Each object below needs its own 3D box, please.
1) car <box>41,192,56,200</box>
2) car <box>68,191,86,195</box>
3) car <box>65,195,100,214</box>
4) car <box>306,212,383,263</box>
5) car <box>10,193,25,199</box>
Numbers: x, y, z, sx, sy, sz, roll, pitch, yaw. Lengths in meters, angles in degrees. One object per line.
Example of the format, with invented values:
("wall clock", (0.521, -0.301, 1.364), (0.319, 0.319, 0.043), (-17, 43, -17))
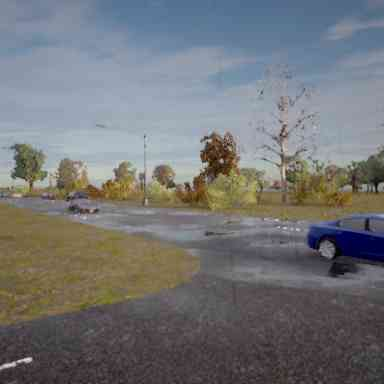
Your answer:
("car", (-30.869, 0.866, 71.305), (2.097, 1.767, 4.553), (-1, 1, -37))
("car", (-19.480, 0.850, 56.005), (2.150, 2.045, 5.566), (-1, 1, -37))
("car", (-10.785, 1.352, 32.545), (2.033, 1.411, 5.357), (-1, 1, -37))
("car", (5.952, 1.416, 10.090), (1.882, 1.535, 5.008), (0, 0, -36))
("car", (-41.609, 0.932, 79.113), (1.882, 1.535, 5.008), (0, 1, -30))
